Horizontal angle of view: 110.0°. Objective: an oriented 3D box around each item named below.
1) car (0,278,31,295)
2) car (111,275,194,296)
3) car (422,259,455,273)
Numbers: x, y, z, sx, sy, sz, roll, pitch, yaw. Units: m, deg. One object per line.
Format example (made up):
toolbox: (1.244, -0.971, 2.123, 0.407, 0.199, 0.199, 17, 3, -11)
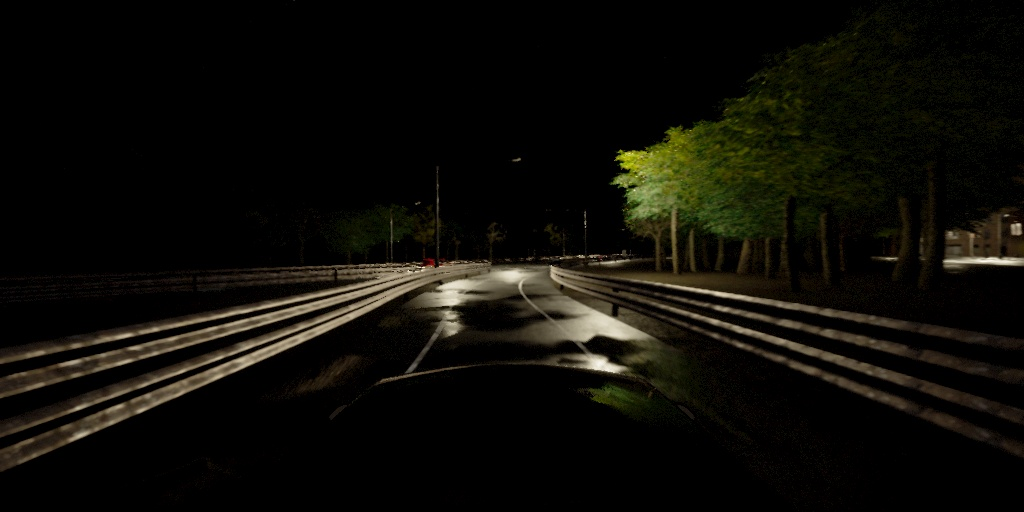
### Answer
car: (-35.552, 1.945, 23.378, 2.128, 1.511, 4.902, 0, 1, 37)
car: (-27.782, 2.193, 27.988, 1.812, 1.442, 4.674, 0, 1, 37)
car: (-10.419, 1.446, 51.443, 2.150, 2.045, 5.566, 0, 1, 37)
